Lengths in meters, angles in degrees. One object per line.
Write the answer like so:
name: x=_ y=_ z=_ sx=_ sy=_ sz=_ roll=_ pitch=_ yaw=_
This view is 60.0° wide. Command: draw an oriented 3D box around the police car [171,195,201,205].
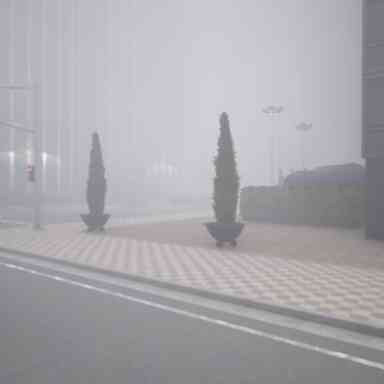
police car: x=-1.282 y=1.218 z=52.185 sx=1.930 sy=1.638 sz=5.238 roll=0 pitch=0 yaw=35

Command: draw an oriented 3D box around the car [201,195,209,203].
car: x=1.638 y=1.251 z=62.478 sx=1.882 sy=1.535 sz=5.008 roll=0 pitch=0 yaw=35

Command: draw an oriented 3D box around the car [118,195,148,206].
car: x=-8.468 y=1.261 z=48.166 sx=2.128 sy=1.511 sz=4.902 roll=0 pitch=0 yaw=35
